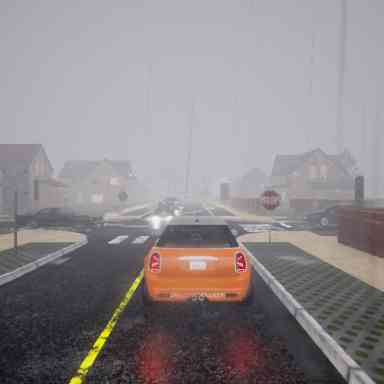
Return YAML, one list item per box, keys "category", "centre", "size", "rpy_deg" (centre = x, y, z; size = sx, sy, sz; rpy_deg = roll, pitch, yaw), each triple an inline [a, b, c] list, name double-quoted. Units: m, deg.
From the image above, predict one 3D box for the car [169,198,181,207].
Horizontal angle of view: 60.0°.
- category: "car"
  centre: [-2.809, 1.669, 55.282]
  size: [1.812, 1.442, 4.674]
  rpy_deg: [0, 0, 0]

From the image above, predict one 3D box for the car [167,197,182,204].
- category: "car"
  centre: [-2.818, 1.444, 45.054]
  size: [2.097, 1.767, 4.553]
  rpy_deg: [0, 0, 0]

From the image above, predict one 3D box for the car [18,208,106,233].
- category: "car"
  centre: [-7.545, 1.590, 19.540]
  size: [4.718, 1.301, 1.895]
  rpy_deg: [0, 0, 10]

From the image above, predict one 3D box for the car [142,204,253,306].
- category: "car"
  centre: [0.105, 1.352, 8.162]
  size: [2.097, 1.767, 4.553]
  rpy_deg: [0, 0, 0]

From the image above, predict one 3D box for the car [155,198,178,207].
- category: "car"
  centre: [-2.831, 1.651, 35.139]
  size: [1.895, 1.301, 4.718]
  rpy_deg: [0, 0, 0]

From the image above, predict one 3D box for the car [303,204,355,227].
- category: "car"
  centre: [10.265, 1.579, 23.101]
  size: [4.892, 1.490, 1.837]
  rpy_deg: [0, 0, -2]
